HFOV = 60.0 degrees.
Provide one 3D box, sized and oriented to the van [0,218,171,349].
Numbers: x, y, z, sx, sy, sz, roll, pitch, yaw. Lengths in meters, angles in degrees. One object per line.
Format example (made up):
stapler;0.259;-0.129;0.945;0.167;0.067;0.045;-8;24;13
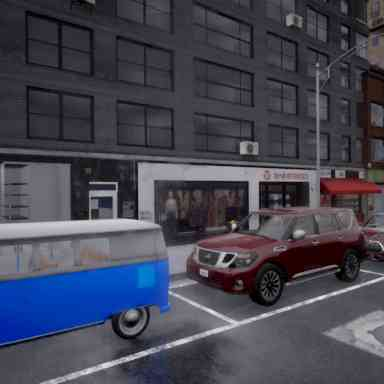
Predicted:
van;-2.261;1.341;4.934;3.998;1.788;1.690;0;-1;-35

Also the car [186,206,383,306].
car;2.286;1.313;8.178;5.009;1.841;2.192;0;-1;-35
